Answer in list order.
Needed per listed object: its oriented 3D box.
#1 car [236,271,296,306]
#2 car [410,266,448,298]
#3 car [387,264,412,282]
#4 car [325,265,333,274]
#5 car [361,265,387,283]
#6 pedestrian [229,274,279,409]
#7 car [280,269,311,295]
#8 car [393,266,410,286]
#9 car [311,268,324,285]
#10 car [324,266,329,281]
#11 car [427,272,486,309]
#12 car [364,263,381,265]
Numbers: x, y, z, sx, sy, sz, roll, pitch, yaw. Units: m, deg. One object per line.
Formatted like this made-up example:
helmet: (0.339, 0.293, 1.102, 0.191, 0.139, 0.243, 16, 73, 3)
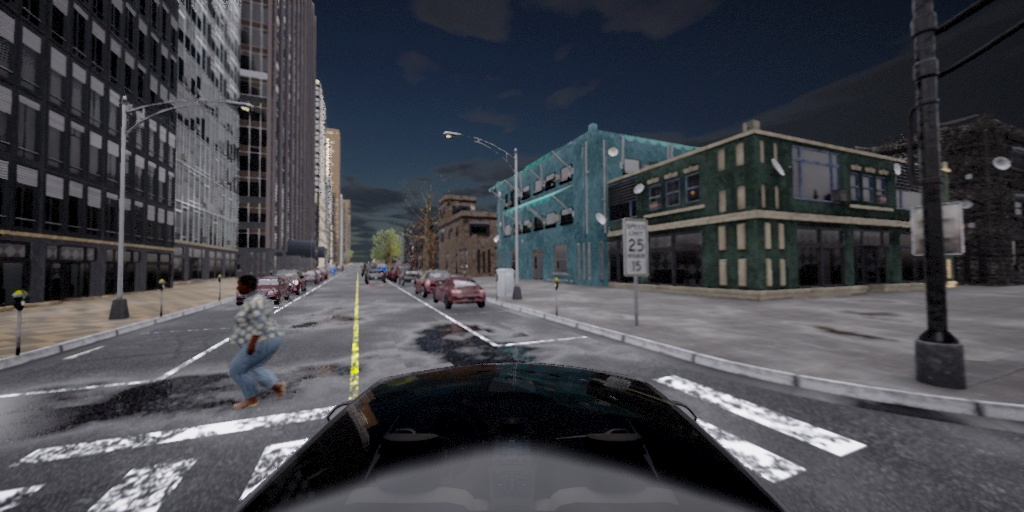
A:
car: (-12.326, 1.661, 17.970, 1.802, 1.307, 4.207, 0, 0, -23)
car: (-4.623, 1.549, 21.272, 1.967, 1.591, 4.097, 0, 0, -23)
car: (-11.178, 1.747, 36.561, 2.192, 1.841, 5.009, 0, 0, -23)
car: (-23.253, 2.157, 43.454, 1.888, 1.381, 4.507, 0, 0, -23)
car: (-13.886, 1.931, 36.311, 2.128, 1.511, 4.902, 0, -1, -23)
pedestrian: (-3.421, 1.073, 4.774, 0.375, 1.860, 0.375, 1, -2, -23)
car: (-14.511, 1.628, 23.066, 1.967, 1.591, 4.097, 0, 0, -23)
car: (-8.993, 1.876, 31.465, 2.007, 1.370, 4.403, 0, 0, -23)
car: (-18.881, 1.984, 33.258, 1.802, 1.307, 4.207, 0, 0, -23)
car: (-21.067, 2.090, 38.357, 1.802, 1.307, 4.207, 0, 0, -23)
car: (-2.437, 1.581, 16.173, 1.802, 1.307, 4.207, 0, 0, -23)
car: (-20.786, 1.990, 52.403, 2.150, 2.045, 5.566, 0, -1, -23)
